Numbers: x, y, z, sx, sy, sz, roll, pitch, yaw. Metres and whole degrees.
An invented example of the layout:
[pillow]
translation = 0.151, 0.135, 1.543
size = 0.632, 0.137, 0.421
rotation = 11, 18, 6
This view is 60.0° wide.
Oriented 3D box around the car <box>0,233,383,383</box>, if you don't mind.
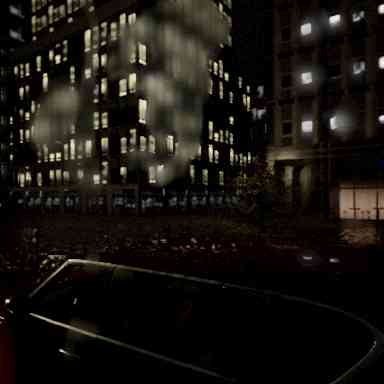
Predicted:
[car]
translation = -0.203, 1.325, 3.024
size = 5.009, 1.841, 2.192
rotation = 0, 0, 35
